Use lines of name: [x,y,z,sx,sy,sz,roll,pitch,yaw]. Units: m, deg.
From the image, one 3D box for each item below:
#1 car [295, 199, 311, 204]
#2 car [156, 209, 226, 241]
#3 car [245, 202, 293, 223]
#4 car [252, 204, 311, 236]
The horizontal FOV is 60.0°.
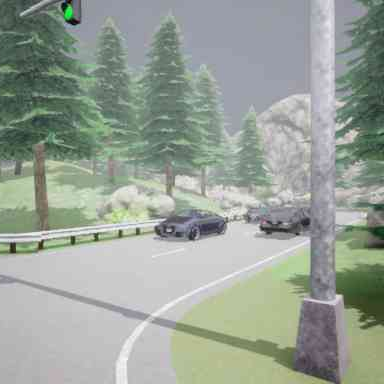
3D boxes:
car: [11.309,1.520,33.688,1.837,1.490,4.892,0,0,28]
car: [0.055,1.578,16.960,1.994,1.385,4.181,0,0,35]
car: [5.713,1.506,25.140,2.128,1.511,4.902,0,0,35]
car: [5.527,1.596,18.527,2.033,1.411,5.357,0,0,35]
